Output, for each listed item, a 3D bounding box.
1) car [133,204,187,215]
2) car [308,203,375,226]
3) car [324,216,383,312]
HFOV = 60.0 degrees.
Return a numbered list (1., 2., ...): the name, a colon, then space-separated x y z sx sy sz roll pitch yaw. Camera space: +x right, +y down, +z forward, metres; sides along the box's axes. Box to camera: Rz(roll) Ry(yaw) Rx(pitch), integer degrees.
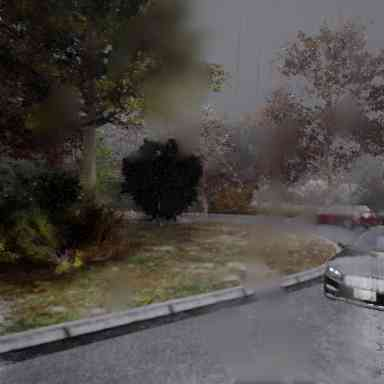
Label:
1. car: -3.198 1.294 33.440 5.566 2.045 2.150 1 -1 20
2. car: 10.236 1.571 23.093 2.097 1.767 4.553 1 0 -24
3. car: 4.705 1.570 7.675 2.128 1.511 4.902 1 0 42
